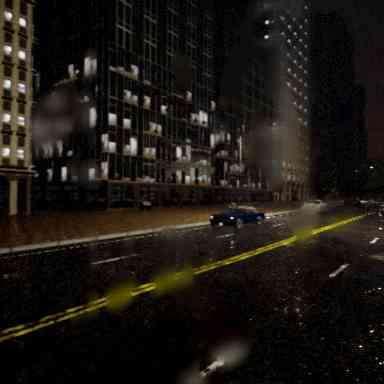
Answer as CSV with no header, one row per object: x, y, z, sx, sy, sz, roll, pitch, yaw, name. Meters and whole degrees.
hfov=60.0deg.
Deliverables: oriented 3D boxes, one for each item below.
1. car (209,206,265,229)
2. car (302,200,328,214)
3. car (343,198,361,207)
3.069,1.640,22.031,1.895,1.301,4.718,0,0,36,car
13.464,1.568,36.280,1.812,1.442,4.674,0,0,36,car
25.235,1.626,52.277,2.033,1.411,5.357,0,0,36,car
